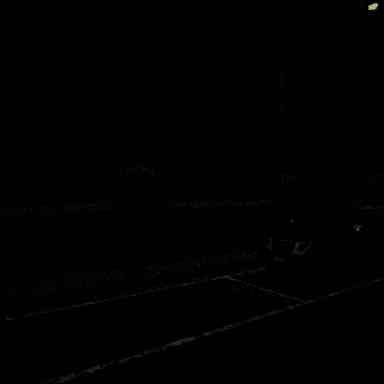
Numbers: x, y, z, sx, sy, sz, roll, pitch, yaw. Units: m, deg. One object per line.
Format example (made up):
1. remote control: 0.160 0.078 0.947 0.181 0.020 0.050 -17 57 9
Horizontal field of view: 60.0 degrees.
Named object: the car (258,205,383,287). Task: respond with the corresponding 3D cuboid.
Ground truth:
1. car: 4.163 1.313 9.503 5.009 1.841 2.192 0 0 -35
